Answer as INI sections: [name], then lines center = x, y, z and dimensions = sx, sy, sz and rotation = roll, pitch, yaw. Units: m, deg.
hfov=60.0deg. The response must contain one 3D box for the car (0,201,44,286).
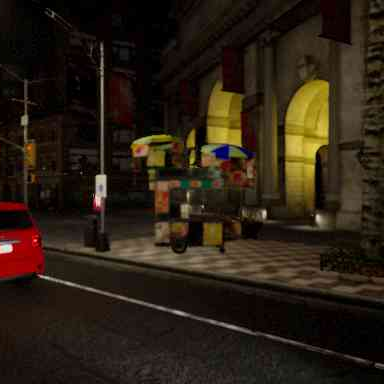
[car]
center = -5.930, 1.231, 8.202
dimensions = 5.566, 2.045, 2.150
rotation = 0, 0, 36
